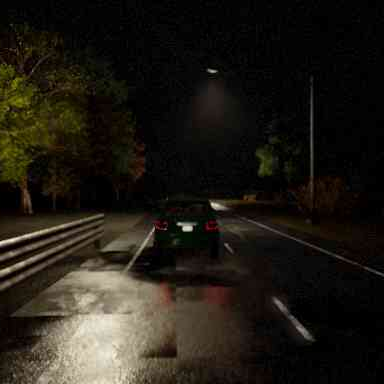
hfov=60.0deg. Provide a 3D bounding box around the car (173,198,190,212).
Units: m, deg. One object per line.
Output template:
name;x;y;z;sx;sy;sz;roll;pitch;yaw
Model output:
car;-1.265;1.490;38.875;1.837;1.490;4.892;0;0;-2

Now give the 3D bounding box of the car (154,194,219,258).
car;-0.249;1.220;12.921;2.150;2.045;5.566;0;0;-2
